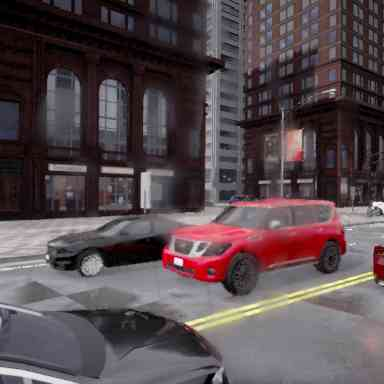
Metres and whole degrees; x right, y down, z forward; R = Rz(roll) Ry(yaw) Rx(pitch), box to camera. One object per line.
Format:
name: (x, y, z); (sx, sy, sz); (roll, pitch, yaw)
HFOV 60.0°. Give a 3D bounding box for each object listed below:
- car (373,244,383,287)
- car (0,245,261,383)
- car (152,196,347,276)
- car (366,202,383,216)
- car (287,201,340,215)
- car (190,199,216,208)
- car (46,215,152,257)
car: (6.277, 1.492, 7.908); (5.008, 1.535, 1.882); (0, 0, -35)
car: (-1.896, 1.491, 2.092); (4.902, 1.511, 2.128); (0, 0, -35)
car: (1.952, 1.231, 9.064); (5.566, 2.045, 2.150); (0, 0, -35)
car: (20.280, 1.401, 32.672); (5.566, 2.045, 2.150); (-1, 0, 37)
car: (13.413, 1.736, 37.131); (2.033, 1.411, 5.357); (1, -1, -35)
car: (1.719, 1.844, 53.603); (1.994, 1.385, 4.181); (1, -1, -35)
car: (-1.832, 1.480, 10.359); (5.008, 1.535, 1.882); (0, 0, -35)
